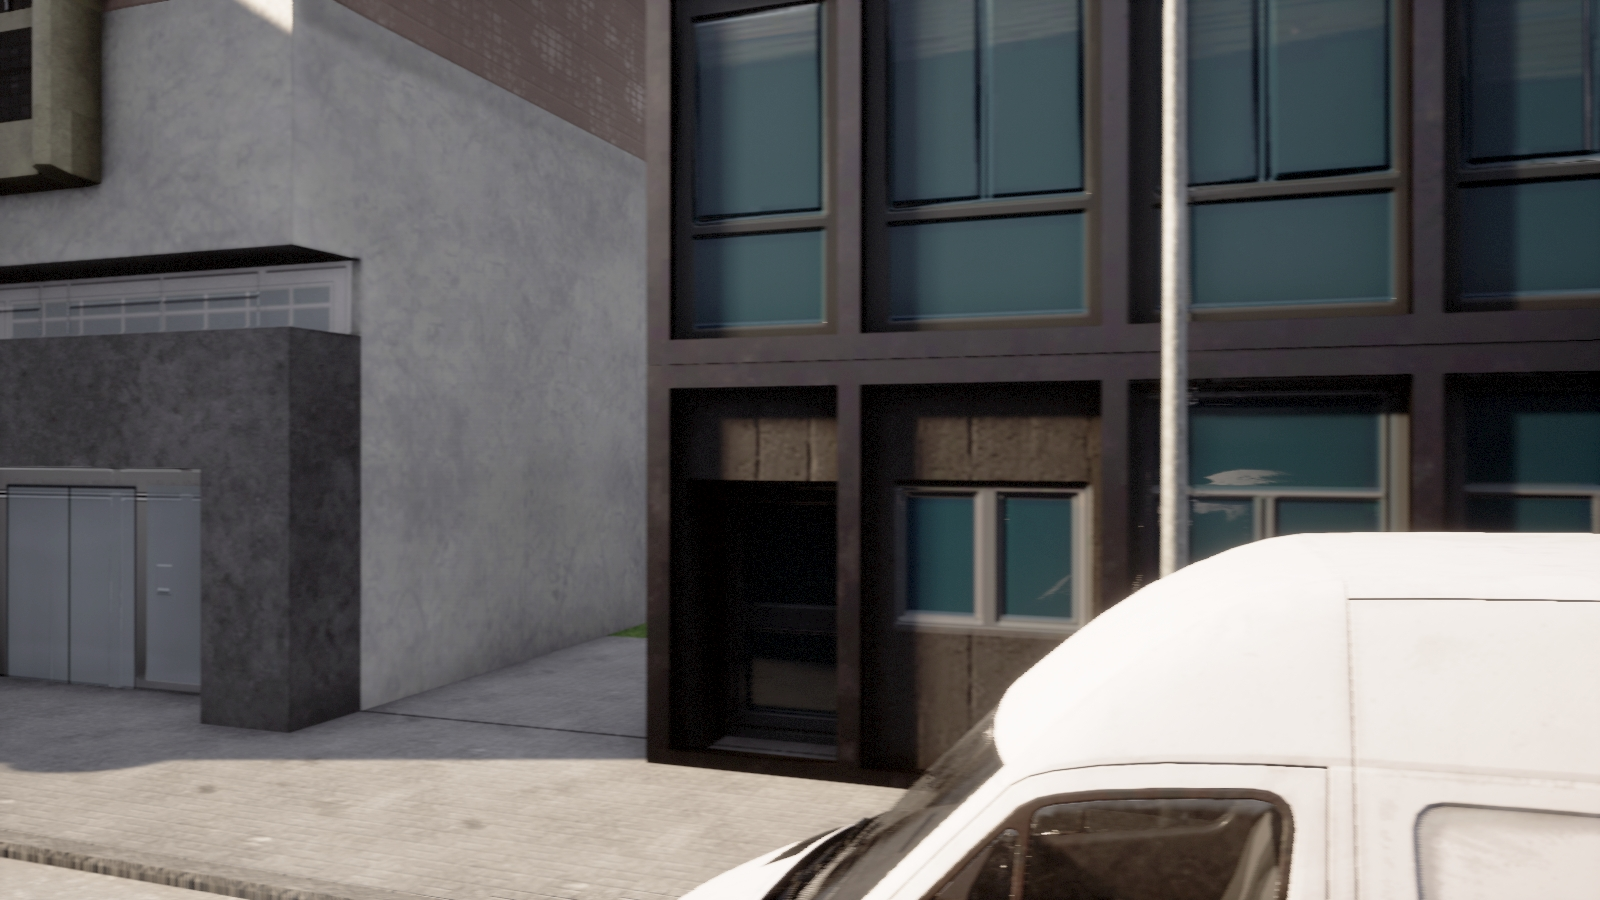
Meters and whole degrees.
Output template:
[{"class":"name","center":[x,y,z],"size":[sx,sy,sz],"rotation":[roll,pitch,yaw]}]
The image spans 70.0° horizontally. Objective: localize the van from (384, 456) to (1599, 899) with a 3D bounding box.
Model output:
[{"class":"van","center":[1.976,1.315,3.068],"size":[5.915,2.561,1.988],"rotation":[0,0,20]}]
